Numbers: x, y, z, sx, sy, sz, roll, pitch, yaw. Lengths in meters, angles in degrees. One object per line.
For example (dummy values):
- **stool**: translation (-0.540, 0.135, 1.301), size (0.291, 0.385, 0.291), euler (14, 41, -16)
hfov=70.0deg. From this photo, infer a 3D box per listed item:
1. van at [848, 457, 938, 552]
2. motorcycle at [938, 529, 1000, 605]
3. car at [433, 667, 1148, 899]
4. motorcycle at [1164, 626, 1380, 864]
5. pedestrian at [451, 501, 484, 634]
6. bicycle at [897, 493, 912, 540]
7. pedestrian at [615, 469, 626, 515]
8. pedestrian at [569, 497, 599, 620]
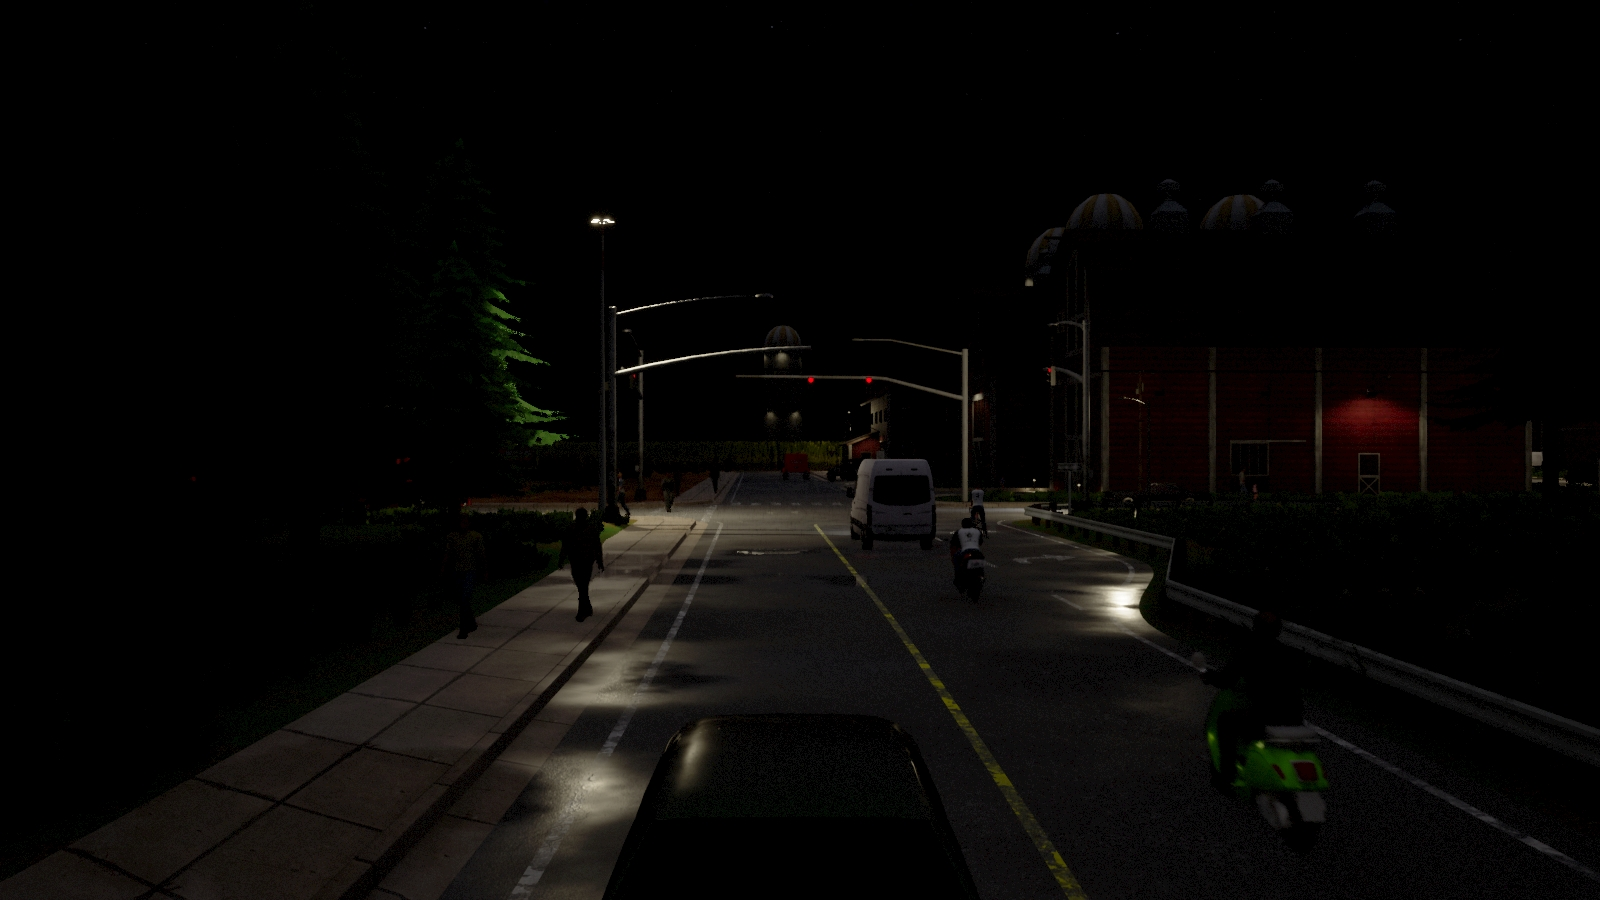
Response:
- **van**: translation (2.659, 1.508, 34.092), size (1.988, 2.561, 5.915), euler (0, 0, -2)
- **motorcycle**: translation (3.138, 2.160, 21.413), size (0.803, 1.199, 2.033), euler (0, 0, -2)
- **car**: translation (-0.032, 1.973, 4.130), size (1.851, 1.617, 3.988), euler (0, 0, 0)
- **motorcycle**: translation (3.454, 2.115, 8.562), size (0.856, 1.316, 1.805), euler (0, 0, -1)
- **pedestrian**: translation (-4.749, 1.670, 16.328), size (0.375, 1.860, 0.375), euler (0, 0, -1)
- **bicycle**: translation (3.290, 2.079, 36.037), size (0.373, 1.396, 1.643), euler (0, 0, 3)
- **pedestrian**: translation (-7.227, 1.696, 46.094), size (0.375, 1.860, 0.375), euler (0, 0, -18)
- **pedestrian**: translation (-3.337, 1.669, 17.653), size (0.375, 1.860, 0.375), euler (0, 0, 4)
